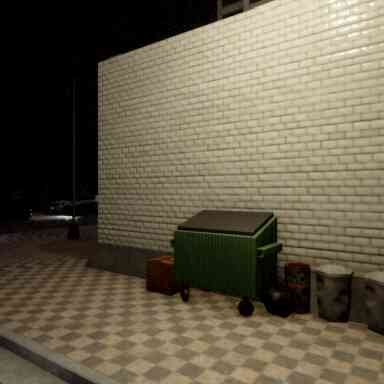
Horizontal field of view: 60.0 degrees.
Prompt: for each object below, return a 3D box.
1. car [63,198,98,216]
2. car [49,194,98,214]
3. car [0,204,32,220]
[{"bbox_3d":[-10.195,1.631,33.282,1.994,1.385,4.181,0,0,36],"label":"car"},{"bbox_3d":[-12.562,1.290,36.010,2.150,2.045,5.566,0,0,36],"label":"car"},{"bbox_3d":[-15.063,1.631,26.446,1.994,1.385,4.181,0,0,33],"label":"car"}]
